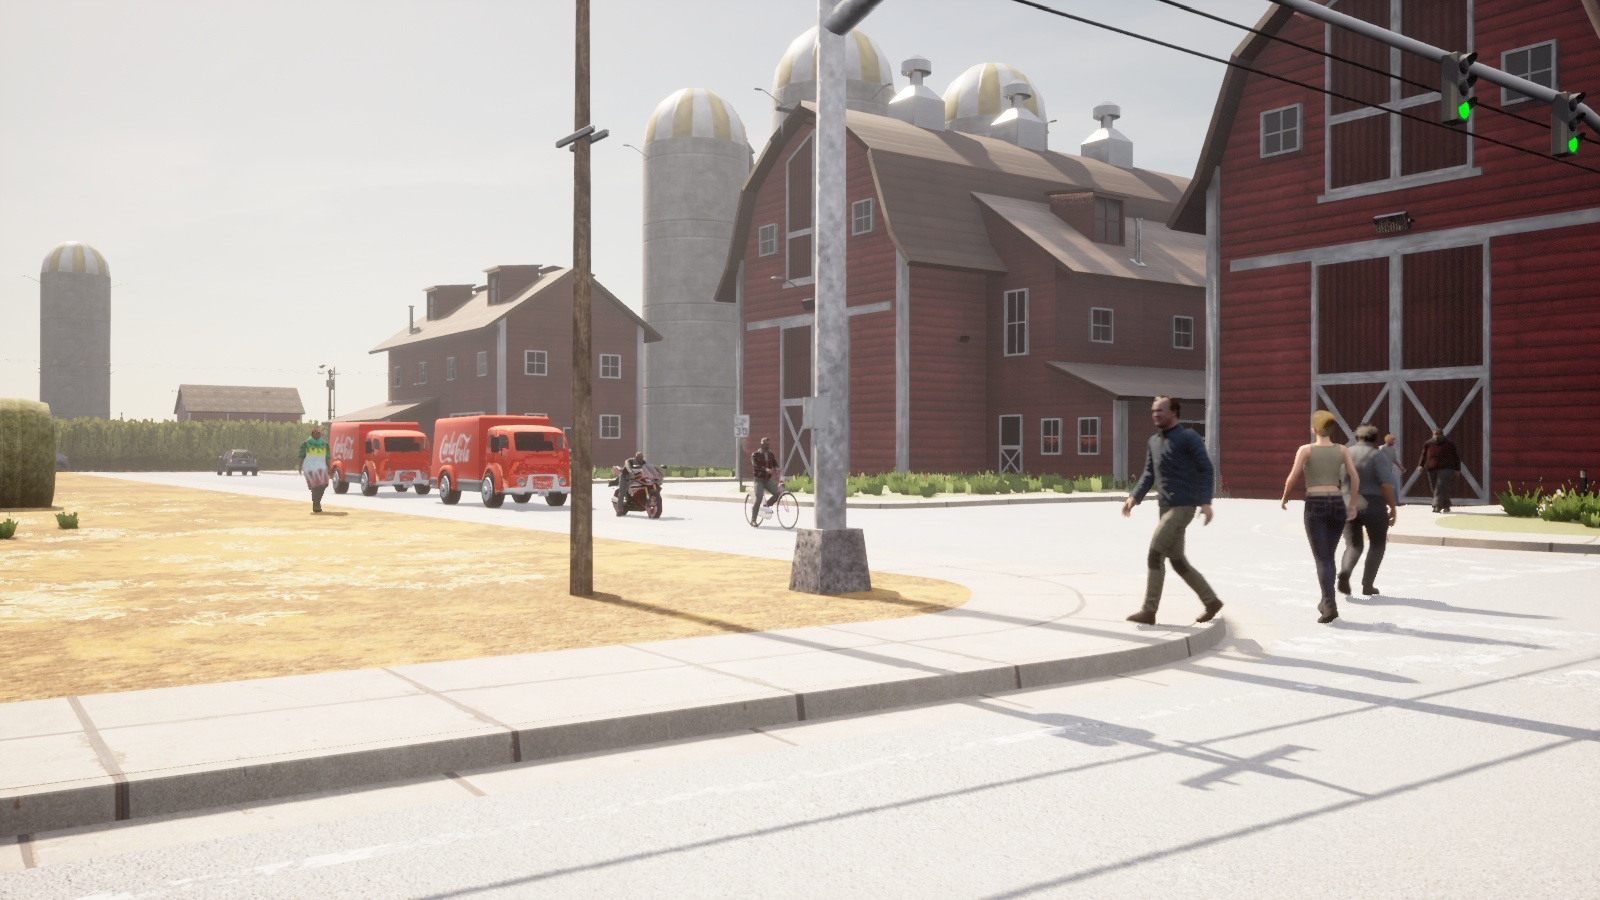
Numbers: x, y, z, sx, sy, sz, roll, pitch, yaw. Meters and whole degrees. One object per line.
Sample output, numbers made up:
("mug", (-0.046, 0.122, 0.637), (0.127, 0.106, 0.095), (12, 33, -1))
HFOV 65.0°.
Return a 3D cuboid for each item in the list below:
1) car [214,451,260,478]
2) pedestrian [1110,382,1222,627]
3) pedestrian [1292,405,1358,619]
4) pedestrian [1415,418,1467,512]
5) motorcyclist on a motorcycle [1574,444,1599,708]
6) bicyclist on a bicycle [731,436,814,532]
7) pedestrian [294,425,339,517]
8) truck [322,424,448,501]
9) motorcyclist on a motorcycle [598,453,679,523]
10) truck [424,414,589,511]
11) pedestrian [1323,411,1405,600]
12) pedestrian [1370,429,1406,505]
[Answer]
("car", (-34.797, 0.880, 77.564), (1.851, 1.617, 3.988), (0, 0, -36))
("pedestrian", (2.832, 0.408, 9.728), (0.726, 1.842, 0.402), (0, 0, -19))
("pedestrian", (4.618, 0.532, 11.066), (0.345, 1.836, 0.594), (0, 0, 3))
("pedestrian", (12.922, 0.294, 25.313), (0.899, 1.844, 0.634), (0, 0, -42))
("motorcyclist on a motorcycle", (5.644, 0.727, 7.473), (2.044, 1.523, 0.797), (0, 1, -27))
("bicyclist on a bicycle", (-0.547, 0.644, 24.227), (0.659, 1.776, 1.843), (0, -1, -36))
("pedestrian", (-10.453, 0.452, 27.162), (0.659, 1.952, 0.873), (0, 0, -40))
("truck", (-14.415, 0.335, 43.394), (2.627, 2.467, 5.204), (-1, 2, -36))
("motorcyclist on a motorcycle", (-3.696, 0.831, 28.585), (0.866, 1.530, 2.191), (0, 0, -36))
("truck", (-8.225, 0.334, 34.843), (2.627, 2.467, 5.204), (0, 0, -36))
("pedestrian", (5.714, 0.539, 12.719), (0.694, 1.848, 0.540), (0, 0, -44))
("pedestrian", (14.218, 0.406, 30.383), (0.354, 1.836, 0.706), (0, 0, -38))
